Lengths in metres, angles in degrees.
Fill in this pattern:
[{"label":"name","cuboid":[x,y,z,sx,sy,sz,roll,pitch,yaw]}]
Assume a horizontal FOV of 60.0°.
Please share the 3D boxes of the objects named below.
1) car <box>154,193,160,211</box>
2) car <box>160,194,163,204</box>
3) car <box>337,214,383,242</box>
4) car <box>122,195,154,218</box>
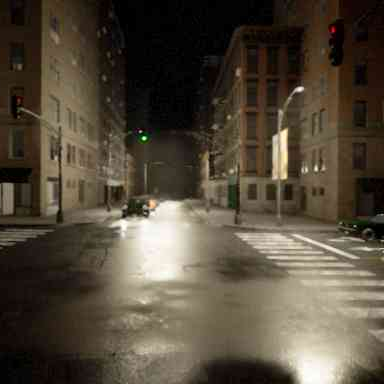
[{"label":"car","cuboid":[-4.973,1.135,36.469,2.097,1.767,4.553,0,0,-3]},{"label":"car","cuboid":[-5.400,1.330,46.191,1.895,1.301,4.718,0,0,-2]},{"label":"car","cuboid":[10.044,1.791,16.993,4.718,1.301,1.895,1,0,-3]},{"label":"car","cuboid":[-4.522,1.183,27.627,2.097,1.767,4.553,0,0,-4]}]
